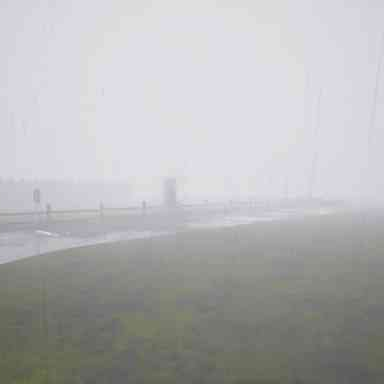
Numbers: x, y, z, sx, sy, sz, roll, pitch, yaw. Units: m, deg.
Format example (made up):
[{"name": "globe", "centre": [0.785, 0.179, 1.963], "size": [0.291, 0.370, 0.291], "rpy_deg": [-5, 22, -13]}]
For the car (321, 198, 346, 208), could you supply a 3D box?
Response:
[{"name": "car", "centre": [19.943, 1.464, 46.935], "size": [1.895, 1.301, 4.718], "rpy_deg": [1, 1, 44]}]
